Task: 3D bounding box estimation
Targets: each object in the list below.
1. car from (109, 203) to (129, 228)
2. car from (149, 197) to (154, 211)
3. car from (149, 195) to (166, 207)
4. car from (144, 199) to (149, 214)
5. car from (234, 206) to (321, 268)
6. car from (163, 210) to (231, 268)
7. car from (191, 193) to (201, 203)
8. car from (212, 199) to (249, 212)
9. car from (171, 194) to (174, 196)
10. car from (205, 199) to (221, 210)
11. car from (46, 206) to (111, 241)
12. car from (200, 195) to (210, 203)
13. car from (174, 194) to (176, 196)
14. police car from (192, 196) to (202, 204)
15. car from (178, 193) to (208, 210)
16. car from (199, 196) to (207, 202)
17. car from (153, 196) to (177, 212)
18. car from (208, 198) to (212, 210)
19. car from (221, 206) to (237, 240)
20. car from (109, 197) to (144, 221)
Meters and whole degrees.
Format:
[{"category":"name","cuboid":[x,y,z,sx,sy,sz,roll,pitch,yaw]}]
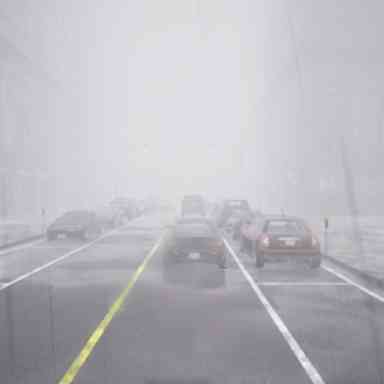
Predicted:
[{"category":"car","cuboid":[-5.760,1.624,22.497,1.802,1.307,4.206,0,0,0]},{"category":"car","cuboid":[-5.760,1.625,39.303,2.008,1.369,4.403,0,0,0]},{"category":"car","cuboid":[-5.760,1.421,56.108,2.192,1.841,5.009,0,0,0]},{"category":"car","cuboid":[-5.760,1.588,33.532,1.752,1.417,4.829,0,0,0]},{"category":"car","cuboid":[2.767,1.461,11.298,1.967,1.590,4.097,0,0,0]},{"category":"car","cuboid":[0.080,1.546,11.244,1.812,1.442,4.674,0,0,0]},{"category":"car","cuboid":[0.819,1.370,76.624,2.150,2.045,5.566,0,0,-1]},{"category":"car","cuboid":[2.767,1.357,22.502,2.192,1.841,5.009,0,0,0]},{"category":"car","cuboid":[-5.762,1.733,78.515,1.802,1.307,4.206,0,0,0]},{"category":"car","cuboid":[2.765,1.629,44.910,1.887,1.381,4.507,0,0,0]},{"category":"car","cuboid":[-5.759,1.597,16.896,1.947,1.339,4.313,0,0,0]},{"category":"car","cuboid":[2.764,1.579,72.921,1.967,1.590,4.097,0,0,0]},{"category":"car","cuboid":[-5.762,1.688,83.947,1.752,1.417,4.829,0,0,0]},{"category":"police car","cuboid":[0.898,1.552,66.711,1.930,1.638,5.238,0,0,0]},{"category":"car","cuboid":[0.094,1.281,31.556,2.150,2.045,5.566,0,0,0]},{"category":"car","cuboid":[2.764,1.688,84.295,1.752,1.417,4.829,0,0,0]},{"category":"car","cuboid":[-3.095,1.552,39.540,1.882,1.535,5.008,0,0,0]},{"category":"car","cuboid":[2.765,1.613,33.706,2.008,1.369,4.403,0,0,0]},{"category":"car","cuboid":[2.766,1.597,16.900,1.947,1.339,4.313,0,0,0]},{"category":"car","cuboid":[-5.759,1.368,28.099,2.192,1.841,5.009,0,0,0]}]
